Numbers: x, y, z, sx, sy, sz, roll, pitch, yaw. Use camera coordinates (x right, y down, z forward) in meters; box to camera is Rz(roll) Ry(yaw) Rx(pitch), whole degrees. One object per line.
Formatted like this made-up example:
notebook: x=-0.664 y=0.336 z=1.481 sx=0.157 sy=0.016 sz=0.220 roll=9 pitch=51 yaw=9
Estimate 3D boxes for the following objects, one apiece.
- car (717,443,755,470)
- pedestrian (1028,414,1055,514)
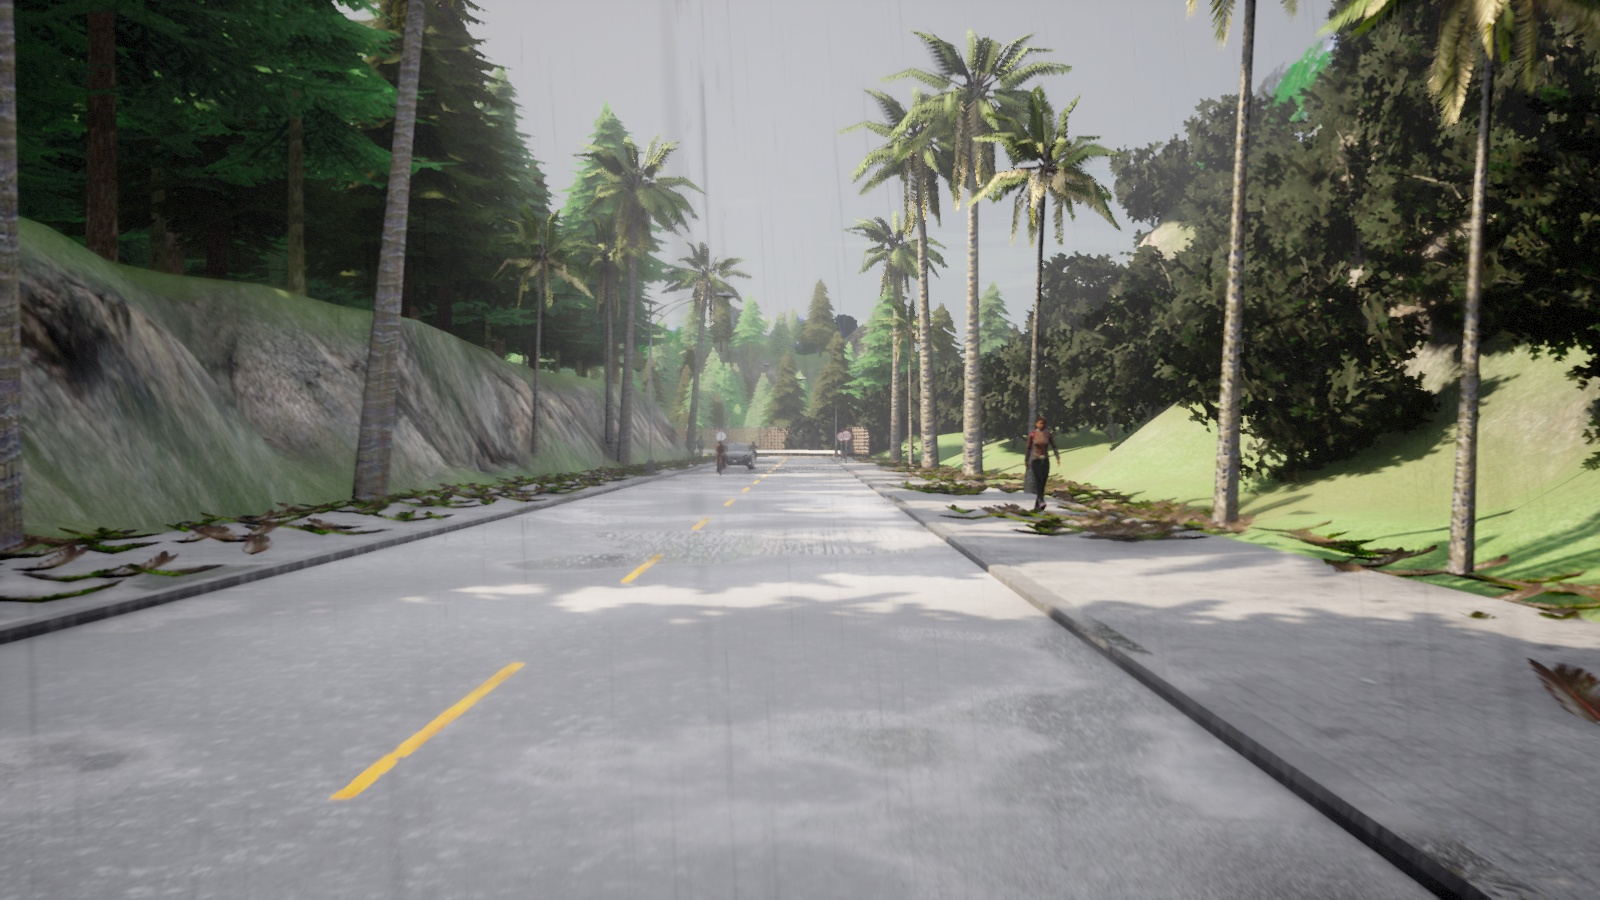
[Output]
car: x=-3.528 y=0.352 z=70.357 sx=1.837 sy=1.490 sz=4.892 roll=0 pitch=0 yaw=0
pedestrian: x=4.436 y=0.244 z=23.116 sx=0.328 sy=1.805 sz=0.869 roll=0 pitch=0 yaw=1
